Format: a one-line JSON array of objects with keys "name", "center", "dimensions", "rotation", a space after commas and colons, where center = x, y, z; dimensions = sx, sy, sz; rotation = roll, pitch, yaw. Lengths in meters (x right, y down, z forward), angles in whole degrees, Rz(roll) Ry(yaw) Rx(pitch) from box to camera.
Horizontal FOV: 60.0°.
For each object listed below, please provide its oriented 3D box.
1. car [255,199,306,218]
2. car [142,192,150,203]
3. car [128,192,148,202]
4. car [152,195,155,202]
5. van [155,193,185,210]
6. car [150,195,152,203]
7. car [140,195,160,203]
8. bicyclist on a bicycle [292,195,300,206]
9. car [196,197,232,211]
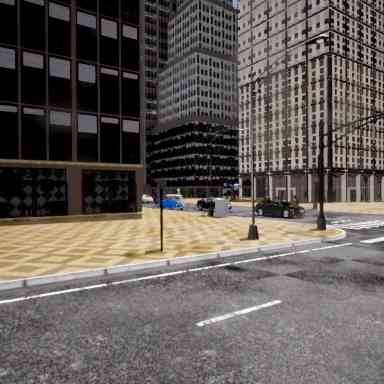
[{"name": "car", "center": [7.679, 1.420, 29.205], "dimensions": [1.837, 1.490, 4.892], "rotation": [-1, 1, -34]}, {"name": "car", "center": [-8.578, 1.254, 59.002], "dimensions": [1.812, 1.442, 4.674], "rotation": [-1, 1, -34]}, {"name": "car", "center": [-10.955, 0.982, 67.157], "dimensions": [2.192, 1.841, 5.009], "rotation": [0, 0, -34]}, {"name": "car", "center": [-3.242, 1.349, 45.395], "dimensions": [1.812, 1.442, 4.674], "rotation": [-1, 1, -34]}, {"name": "van", "center": [-2.401, 1.211, 39.514], "dimensions": [1.690, 1.788, 3.998], "rotation": [0, 0, -34]}, {"name": "car", "center": [-4.755, 1.036, 57.975], "dimensions": [2.192, 1.841, 5.009], "rotation": [0, 0, -34]}, {"name": "car", "center": [-7.855, 1.239, 62.567], "dimensions": [1.887, 1.381, 4.507], "rotation": [0, 0, -34]}, {"name": "bicyclist on a bicycle", "center": [11.987, 1.119, 38.432], "dimensions": [1.656, 1.620, 0.582], "rotation": [-1, 1, -34]}, {"name": "car", "center": [2.407, 1.362, 37.015], "dimensions": [2.128, 1.511, 4.902], "rotation": [-1, 1, -34]}]
